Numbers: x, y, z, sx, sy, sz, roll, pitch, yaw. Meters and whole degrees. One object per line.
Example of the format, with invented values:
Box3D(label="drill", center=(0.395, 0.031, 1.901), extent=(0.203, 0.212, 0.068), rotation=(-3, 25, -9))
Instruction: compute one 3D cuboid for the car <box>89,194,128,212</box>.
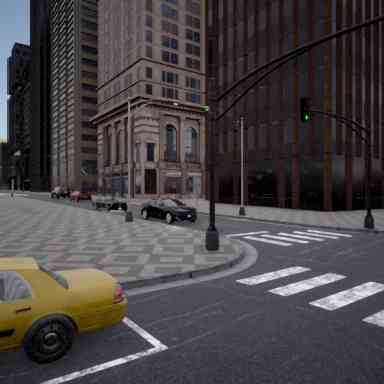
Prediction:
Box3D(label="car", center=(-7.404, 1.059, 30.111), extent=(1.895, 1.301, 4.718), rotation=(0, 1, -36))

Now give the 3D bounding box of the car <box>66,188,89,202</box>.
Box3D(label="car", center=(-15.965, 0.575, 47.490), extent=(1.882, 1.535, 5.008), rotation=(0, 1, -35))

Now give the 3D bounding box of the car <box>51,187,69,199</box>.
Box3D(label="car", center=(-21.926, 0.133, 55.751), extent=(2.150, 2.045, 5.566), rotation=(0, 1, -36))

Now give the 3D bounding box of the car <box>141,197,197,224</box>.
Box3D(label="car", center=(-1.618, 1.129, 22.020), extent=(1.882, 1.535, 5.008), rotation=(0, 1, -36))

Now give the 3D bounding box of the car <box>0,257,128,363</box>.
Box3D(label="car", center=(-3.283, 1.525, 4.308), extent=(4.829, 1.417, 1.752), rotation=(0, 0, -35))
